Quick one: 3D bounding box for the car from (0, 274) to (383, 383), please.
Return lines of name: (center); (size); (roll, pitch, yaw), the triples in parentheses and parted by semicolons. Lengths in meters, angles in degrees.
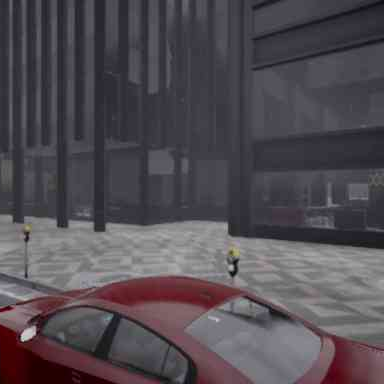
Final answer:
car: (-0.483, 1.545, 3.305); (4.507, 1.381, 1.887); (0, 0, 35)
